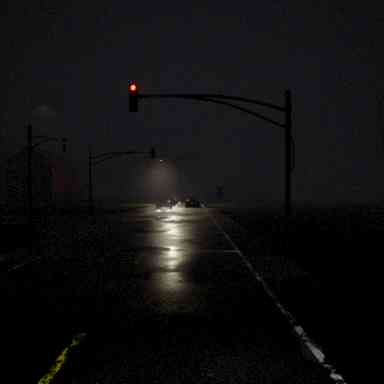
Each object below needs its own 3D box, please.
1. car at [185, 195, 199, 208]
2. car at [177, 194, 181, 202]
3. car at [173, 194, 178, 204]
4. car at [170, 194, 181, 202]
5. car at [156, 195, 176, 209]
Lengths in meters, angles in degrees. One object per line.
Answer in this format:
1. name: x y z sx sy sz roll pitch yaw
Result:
1. car: 0.055 1.524 48.656 1.994 1.385 4.181 0 0 0
2. car: -3.562 1.416 62.482 1.882 1.535 5.008 0 0 1
3. car: -3.581 1.479 53.131 1.812 1.442 4.674 0 0 0
4. car: -3.501 1.266 72.458 2.097 1.767 4.553 0 0 0
5. car: -3.591 1.530 44.470 1.994 1.385 4.181 0 0 0
